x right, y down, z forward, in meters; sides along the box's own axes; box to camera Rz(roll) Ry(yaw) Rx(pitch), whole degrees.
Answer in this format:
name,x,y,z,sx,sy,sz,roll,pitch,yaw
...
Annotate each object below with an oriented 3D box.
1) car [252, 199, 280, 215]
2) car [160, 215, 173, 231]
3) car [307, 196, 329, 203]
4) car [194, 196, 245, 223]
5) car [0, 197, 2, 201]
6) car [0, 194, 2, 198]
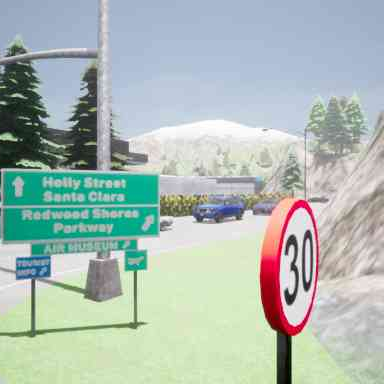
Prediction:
name,x,y,z,sx,sy,sz,roll,pitch,yaw
car,8.316,1.544,36.049,2.097,1.767,4.553,0,0,36
car,-3.277,1.792,20.032,1.895,1.301,4.718,0,0,36
car,28.278,1.717,74.712,2.128,1.511,4.902,0,0,-42
car,2.405,1.413,27.890,2.150,2.045,5.566,0,0,36
car,-12.436,1.505,26.016,1.905,1.878,3.866,0,0,35
car,-38.765,1.489,69.883,4.514,1.523,2.007,0,0,35
